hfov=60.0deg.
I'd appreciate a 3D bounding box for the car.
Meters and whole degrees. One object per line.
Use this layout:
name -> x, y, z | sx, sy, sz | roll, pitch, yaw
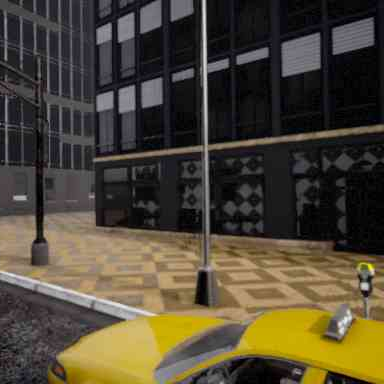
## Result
car -> 0.813, 1.526, 2.478 | 4.829, 1.417, 1.752 | 0, -1, 36
